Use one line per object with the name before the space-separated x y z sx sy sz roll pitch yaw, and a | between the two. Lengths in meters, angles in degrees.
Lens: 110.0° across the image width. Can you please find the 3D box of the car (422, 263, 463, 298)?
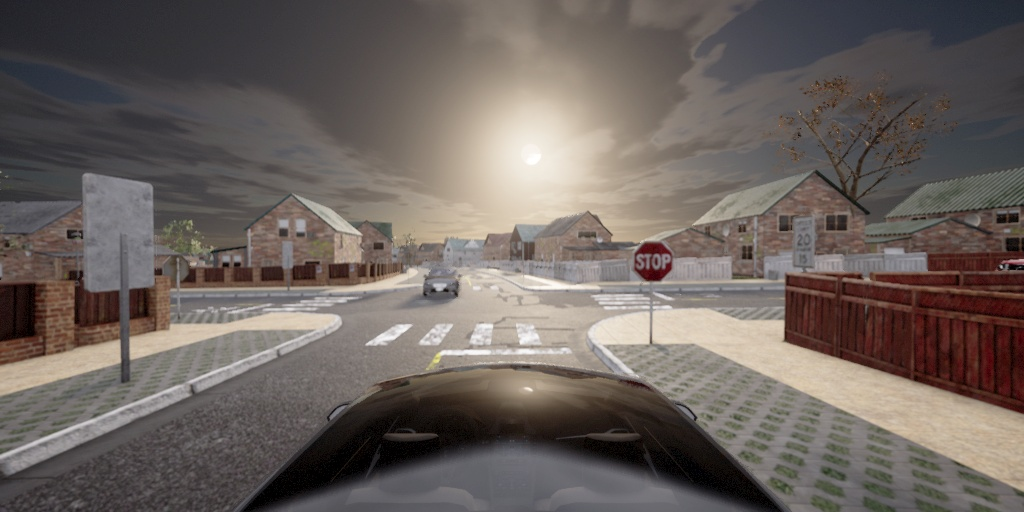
car | -3.754 1.354 19.818 2.128 1.511 4.902 0 0 -6

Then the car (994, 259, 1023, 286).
car | 24.809 0.445 15.458 5.566 2.045 2.150 -1 1 5
